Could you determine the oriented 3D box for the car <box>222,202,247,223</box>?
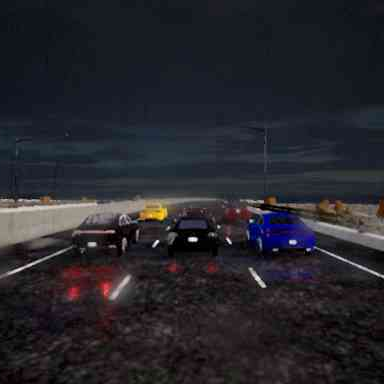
[{"bbox_3d":[3.727,1.639,28.610,2.097,1.767,4.553,0,-1,1],"label":"car"}]

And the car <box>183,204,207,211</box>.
[{"bbox_3d":[0.232,1.784,28.884,2.128,1.511,4.902,0,-1,1],"label":"car"}]

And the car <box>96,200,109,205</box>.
[{"bbox_3d":[-19.497,2.428,73.161,1.895,1.301,4.718,0,-1,2],"label":"car"}]

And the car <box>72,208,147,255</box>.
[{"bbox_3d":[-3.446,1.627,13.983,2.128,1.511,4.902,0,0,1],"label":"car"}]

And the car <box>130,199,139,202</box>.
[{"bbox_3d":[-12.503,2.354,72.871,1.812,1.442,4.674,0,-1,2],"label":"car"}]

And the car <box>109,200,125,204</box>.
[{"bbox_3d":[-16.000,2.371,73.031,2.033,1.411,5.357,0,-1,2],"label":"car"}]

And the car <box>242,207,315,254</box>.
[{"bbox_3d":[3.557,1.613,14.107,1.882,1.535,5.008,0,0,1],"label":"car"}]

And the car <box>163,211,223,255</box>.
[{"bbox_3d":[0.055,1.698,13.962,1.994,1.385,4.181,0,-1,1],"label":"car"}]

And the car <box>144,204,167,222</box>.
[{"bbox_3d":[-3.262,1.772,29.131,1.882,1.535,5.008,0,0,1],"label":"car"}]
